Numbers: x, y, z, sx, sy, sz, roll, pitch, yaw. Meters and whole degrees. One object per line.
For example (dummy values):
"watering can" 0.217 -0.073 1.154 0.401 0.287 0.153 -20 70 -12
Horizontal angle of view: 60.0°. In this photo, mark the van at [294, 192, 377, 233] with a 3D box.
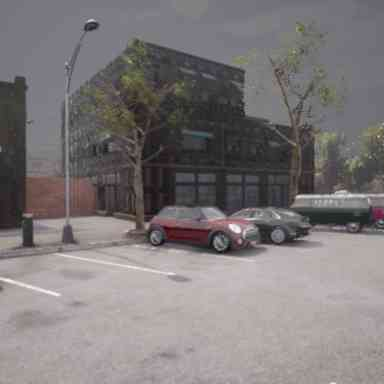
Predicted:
"van" 7.587 1.147 18.618 4.442 1.987 1.878 -1 0 35

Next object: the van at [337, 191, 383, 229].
"van" 9.997 1.127 20.334 4.442 1.987 1.878 -1 0 35

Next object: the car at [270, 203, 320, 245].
"car" 2.874 1.413 15.123 4.892 1.521 2.231 -1 0 34

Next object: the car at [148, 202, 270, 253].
"car" 0.433 1.307 13.422 4.553 1.767 2.185 -1 -1 35

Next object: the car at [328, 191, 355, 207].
"car" 21.512 0.924 47.653 2.435 2.045 5.566 0 1 36
